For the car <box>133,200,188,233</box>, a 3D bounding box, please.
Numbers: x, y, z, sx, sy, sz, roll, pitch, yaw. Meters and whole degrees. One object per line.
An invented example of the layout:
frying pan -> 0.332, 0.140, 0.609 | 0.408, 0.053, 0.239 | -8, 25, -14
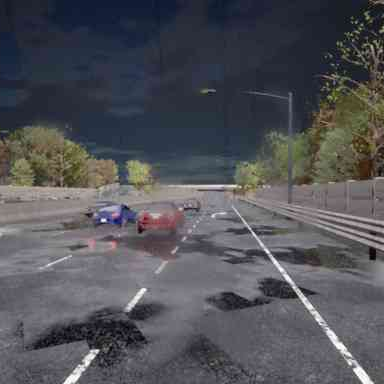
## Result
car -> -1.702, 1.351, 19.620 | 2.097, 1.767, 4.553 | 0, 0, 5

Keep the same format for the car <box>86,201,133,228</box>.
car -> -5.008, 1.526, 21.960 | 1.812, 1.442, 4.674 | 0, 0, 5

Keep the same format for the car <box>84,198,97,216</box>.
car -> -7.836, 1.548, 29.660 | 2.033, 1.411, 5.357 | 0, 0, 5

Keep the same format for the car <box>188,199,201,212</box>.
car -> 0.051, 1.551, 39.336 | 2.033, 1.411, 5.357 | 0, 0, 5

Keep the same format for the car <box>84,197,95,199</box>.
car -> -19.139, 1.578, 62.163 | 2.033, 1.411, 5.357 | 0, 0, 6

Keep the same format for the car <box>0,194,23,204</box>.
car -> -24.352, 1.358, 43.770 | 2.097, 1.767, 4.553 | 0, 0, 5

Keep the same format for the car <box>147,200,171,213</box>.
car -> -3.619, 1.604, 37.585 | 1.895, 1.301, 4.718 | 0, 0, 5
